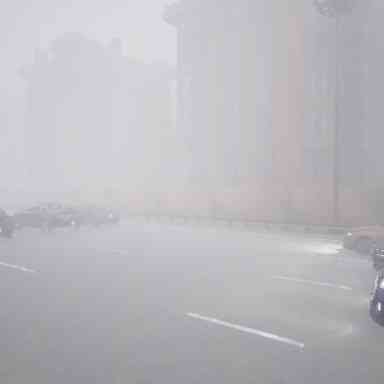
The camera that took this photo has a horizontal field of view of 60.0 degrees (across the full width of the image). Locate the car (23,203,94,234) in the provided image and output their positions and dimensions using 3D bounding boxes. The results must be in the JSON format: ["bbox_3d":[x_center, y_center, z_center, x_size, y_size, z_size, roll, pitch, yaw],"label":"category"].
[{"bbox_3d":[-8.001,1.363,18.300,4.902,1.511,2.128,1,0,36],"label":"car"}]

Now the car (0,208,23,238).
[{"bbox_3d":[-10.187,1.374,15.559,4.892,1.490,1.837,1,0,35],"label":"car"}]

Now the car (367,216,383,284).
[{"bbox_3d":[6.963,1.488,7.623,5.008,1.535,1.882,0,0,35],"label":"car"}]

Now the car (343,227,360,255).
[{"bbox_3d":[7.551,1.560,11.503,4.181,1.385,1.994,1,0,35],"label":"car"}]

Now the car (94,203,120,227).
[{"bbox_3d":[-6.607,1.429,21.604,4.181,1.385,1.994,1,0,36],"label":"car"}]

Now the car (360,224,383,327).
[{"bbox_3d":[5.086,1.364,4.663,4.553,1.767,2.097,1,0,36],"label":"car"}]
